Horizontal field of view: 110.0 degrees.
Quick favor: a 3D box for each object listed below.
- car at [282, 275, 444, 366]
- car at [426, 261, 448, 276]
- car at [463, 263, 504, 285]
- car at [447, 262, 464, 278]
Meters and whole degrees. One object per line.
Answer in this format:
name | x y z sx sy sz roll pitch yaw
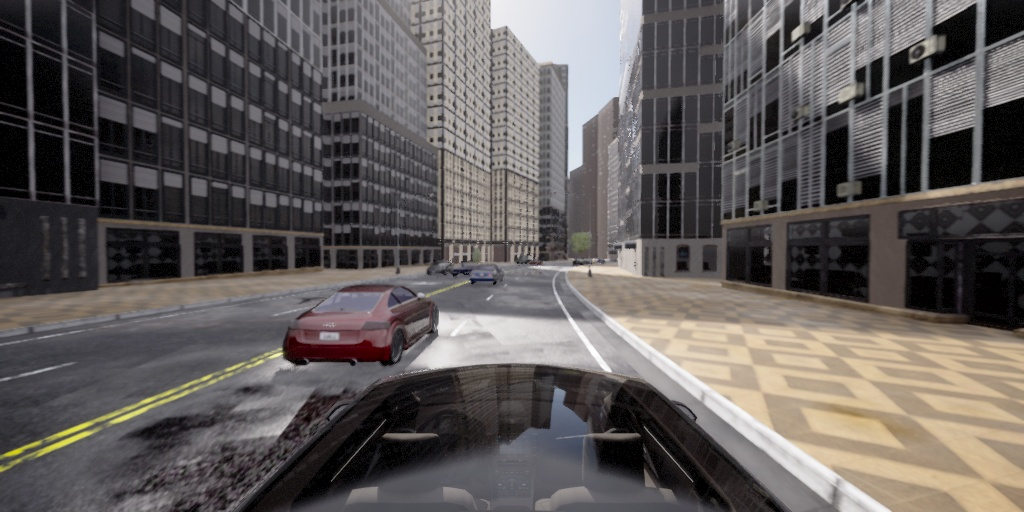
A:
car | -2.986 1.303 7.977 1.994 1.385 4.181 0 0 2
car | -7.147 1.238 36.431 1.812 1.442 4.674 0 0 9
car | -1.743 1.292 26.221 2.033 1.411 5.357 0 0 6
car | -4.256 1.331 33.844 1.895 1.301 4.718 0 0 8
